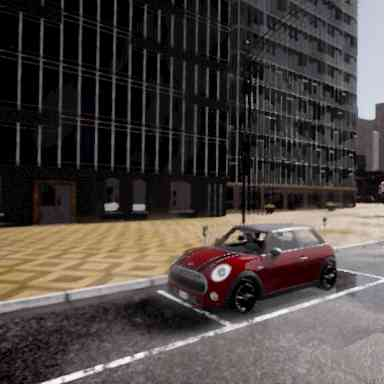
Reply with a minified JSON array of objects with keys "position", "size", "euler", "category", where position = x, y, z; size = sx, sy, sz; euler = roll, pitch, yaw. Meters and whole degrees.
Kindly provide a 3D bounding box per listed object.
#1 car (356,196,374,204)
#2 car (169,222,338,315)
[{"position":[42.572,2.011,82.643],"size":[2.192,1.841,5.009],"euler":[1,-1,-35],"category":"car"},{"position":[1.464,1.475,7.594],"size":[4.097,1.590,1.967],"euler":[0,1,-35],"category":"car"}]
